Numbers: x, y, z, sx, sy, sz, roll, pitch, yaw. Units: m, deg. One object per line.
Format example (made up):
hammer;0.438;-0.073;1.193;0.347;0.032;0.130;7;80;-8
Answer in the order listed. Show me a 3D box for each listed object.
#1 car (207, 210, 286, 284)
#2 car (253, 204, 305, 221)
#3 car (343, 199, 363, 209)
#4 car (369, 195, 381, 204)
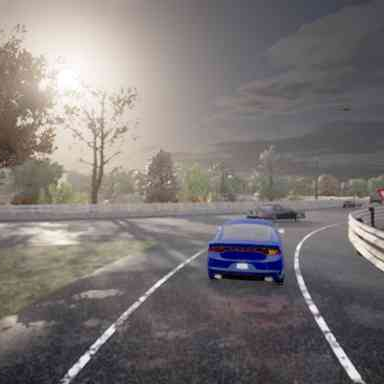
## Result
car;1.728;1.543;9.975;1.882;1.535;5.008;0;0;13
car;7.003;1.727;27.555;5.357;1.411;2.033;0;0;-33
car;24.950;1.848;51.608;1.837;1.490;4.892;0;0;43
car;42.200;1.739;76.646;2.150;2.045;5.566;0;0;25
